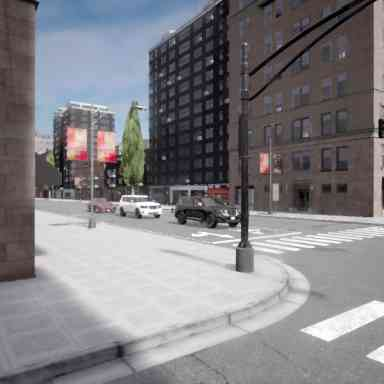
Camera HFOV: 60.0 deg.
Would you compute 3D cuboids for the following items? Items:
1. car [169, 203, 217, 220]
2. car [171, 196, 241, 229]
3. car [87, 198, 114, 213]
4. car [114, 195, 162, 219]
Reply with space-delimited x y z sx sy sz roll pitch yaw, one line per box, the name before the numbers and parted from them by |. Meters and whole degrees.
car | 0.011 1.697 30.076 1.895 1.301 4.718 0 0 -36
car | 0.936 1.286 22.901 2.150 2.045 5.566 0 0 -36
car | -10.595 1.492 38.885 2.097 1.767 4.553 0 0 -36
car | -4.935 1.325 31.034 2.150 2.045 5.566 0 0 -36
